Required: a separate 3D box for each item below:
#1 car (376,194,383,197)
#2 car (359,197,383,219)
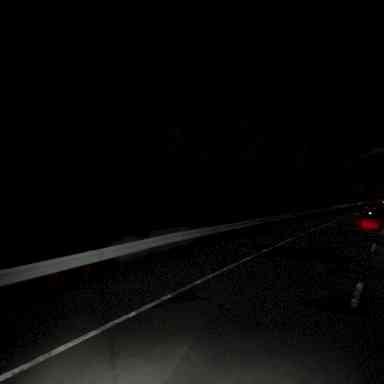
[{"bbox_3d":[22.245,1.221,38.039,2.150,2.045,5.566,0,0,36],"label":"car"},{"bbox_3d":[16.160,1.505,29.524,1.837,1.490,4.892,0,0,35],"label":"car"}]
